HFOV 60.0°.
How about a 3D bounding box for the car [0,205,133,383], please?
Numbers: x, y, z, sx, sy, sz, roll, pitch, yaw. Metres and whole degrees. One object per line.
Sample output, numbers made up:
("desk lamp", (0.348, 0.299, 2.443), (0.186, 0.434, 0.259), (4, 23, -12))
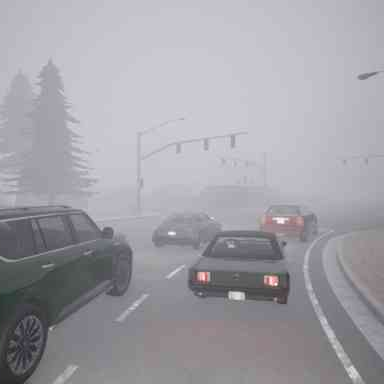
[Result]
("car", (-2.773, 1.222, 5.592), (2.150, 2.045, 5.566), (0, 0, 8))

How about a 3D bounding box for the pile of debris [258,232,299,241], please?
("pile of debris", (4.249, 2.141, 16.199), (1.500, 0.140, 1.860), (0, 0, 29))

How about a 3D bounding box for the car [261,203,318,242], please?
("car", (4.869, 1.316, 16.436), (2.097, 1.767, 4.553), (0, 0, 28))

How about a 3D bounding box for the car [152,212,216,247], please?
("car", (-0.069, 1.543, 14.540), (1.994, 1.385, 4.181), (0, 0, 20))

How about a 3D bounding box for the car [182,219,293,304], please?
("car", (1.355, 1.586, 8.175), (1.895, 1.301, 4.718), (0, 0, 14))

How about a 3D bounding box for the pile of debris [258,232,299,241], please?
("pile of debris", (4.249, 2.141, 16.199), (1.500, 0.140, 1.860), (0, 0, 29))
